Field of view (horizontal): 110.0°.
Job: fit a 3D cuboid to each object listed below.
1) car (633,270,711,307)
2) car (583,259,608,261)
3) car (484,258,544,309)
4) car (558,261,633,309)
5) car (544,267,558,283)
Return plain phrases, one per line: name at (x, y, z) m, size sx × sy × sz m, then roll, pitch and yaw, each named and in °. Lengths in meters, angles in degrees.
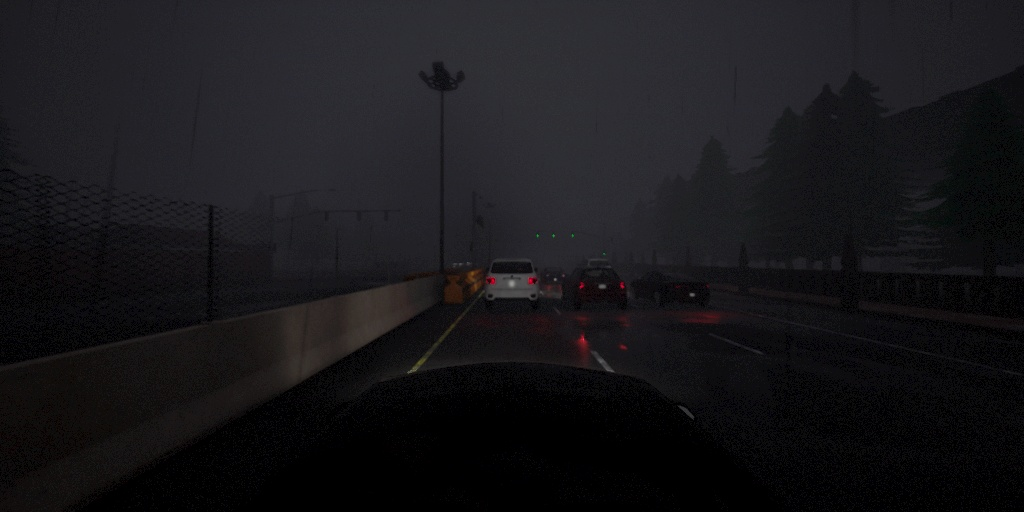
car at (6.997, 1.365, 16.380) m, size 1.882 × 1.535 × 5.008 m, roll 0°, pitch 0°, yaw 0°
car at (6.986, 1.241, 30.911) m, size 2.150 × 2.045 × 5.566 m, roll 0°, pitch 0°, yaw 0°
car at (-0.007, 1.100, 15.907) m, size 2.150 × 2.045 × 5.566 m, roll 0°, pitch 0°, yaw 0°
car at (3.495, 1.234, 15.975) m, size 2.097 × 1.767 × 4.553 m, roll 0°, pitch -1°, yaw 0°
car at (3.487, 1.626, 30.996) m, size 1.895 × 1.301 × 4.718 m, roll 0°, pitch 0°, yaw 0°
